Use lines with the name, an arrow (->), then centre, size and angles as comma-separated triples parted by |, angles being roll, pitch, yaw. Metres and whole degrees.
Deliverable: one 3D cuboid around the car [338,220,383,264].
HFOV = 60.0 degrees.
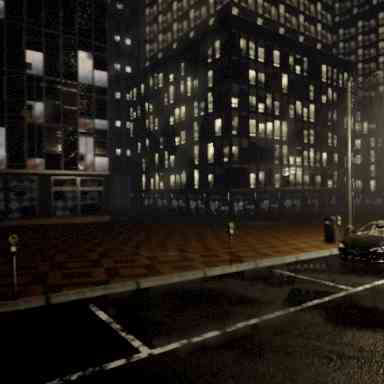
car -> 6.784, 1.662, 11.449 | 4.403, 1.369, 2.008 | 1, -1, -36
